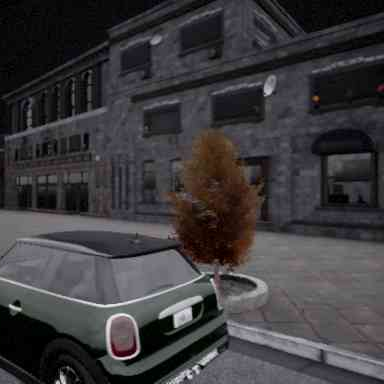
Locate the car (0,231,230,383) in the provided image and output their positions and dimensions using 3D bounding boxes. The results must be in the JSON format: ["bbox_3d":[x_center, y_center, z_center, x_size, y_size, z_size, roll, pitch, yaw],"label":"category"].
[{"bbox_3d":[-1.802,1.353,4.809,4.553,1.767,2.097,0,0,36],"label":"car"}]
